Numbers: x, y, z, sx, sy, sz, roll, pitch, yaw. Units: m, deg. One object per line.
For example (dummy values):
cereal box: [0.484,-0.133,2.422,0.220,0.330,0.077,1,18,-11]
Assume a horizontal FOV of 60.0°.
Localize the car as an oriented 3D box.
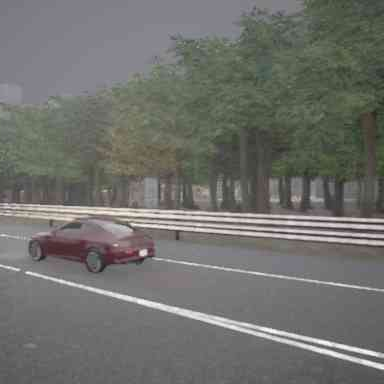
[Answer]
car: [-3.249,1.527,10.576,4.674,1.442,1.812,0,0,34]
